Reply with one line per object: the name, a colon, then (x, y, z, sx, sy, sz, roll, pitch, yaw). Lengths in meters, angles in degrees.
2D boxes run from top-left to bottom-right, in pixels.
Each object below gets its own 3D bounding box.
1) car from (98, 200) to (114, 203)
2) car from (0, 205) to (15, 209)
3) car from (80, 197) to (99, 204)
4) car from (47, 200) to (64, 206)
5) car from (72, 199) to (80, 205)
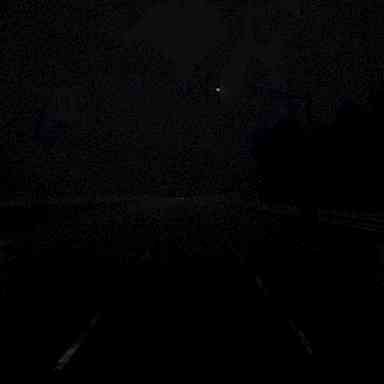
car: (-17.505, 2.441, 70.124, 2.033, 1.411, 5.357, 0, -1, 0)
car: (-17.599, 1.922, 30.529, 1.812, 1.442, 4.674, 0, -1, 0)
car: (-21.005, 2.127, 69.682, 2.150, 2.045, 5.566, 0, -1, 0)
car: (-28.005, 2.376, 68.316, 1.882, 1.535, 5.008, 0, -1, 0)
car: (-24.505, 2.286, 72.380, 2.097, 1.767, 4.553, 0, -1, 0)
